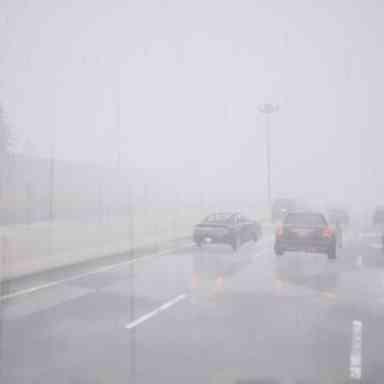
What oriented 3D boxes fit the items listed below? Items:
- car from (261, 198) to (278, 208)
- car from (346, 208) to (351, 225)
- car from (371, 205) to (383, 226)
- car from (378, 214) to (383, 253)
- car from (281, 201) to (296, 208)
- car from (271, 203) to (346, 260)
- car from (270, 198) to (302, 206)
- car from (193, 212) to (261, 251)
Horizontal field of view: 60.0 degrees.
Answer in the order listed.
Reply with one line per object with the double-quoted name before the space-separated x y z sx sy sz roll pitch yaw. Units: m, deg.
"car" 15.156 2.098 64.599 2.097 1.767 4.553 0 -1 27
"car" 11.669 1.798 26.877 2.128 1.511 4.902 0 -1 27
"car" 15.130 1.768 25.946 1.882 1.535 5.008 0 0 27
"car" 7.979 1.698 11.934 1.994 1.385 4.181 0 -1 28
"car" 18.274 2.322 63.002 1.895 1.301 4.718 0 -1 27
"car" 4.820 1.506 13.443 2.097 1.767 4.553 0 -1 27
"car" 8.116 1.543 27.636 2.150 2.045 5.566 0 0 27
"car" 1.737 1.670 15.099 2.128 1.511 4.902 0 -1 27
